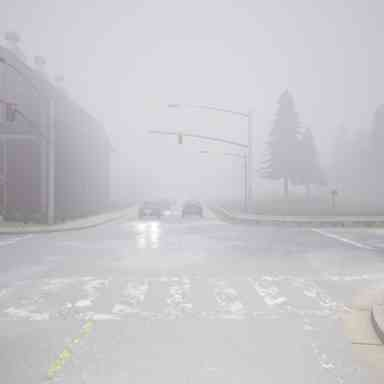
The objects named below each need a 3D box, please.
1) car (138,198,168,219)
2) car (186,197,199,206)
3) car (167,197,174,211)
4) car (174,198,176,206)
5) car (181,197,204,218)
[{"bbox_3d":[-3.577,1.492,29.636,2.128,1.511,4.902,0,0,0],"label":"car"},{"bbox_3d":[0.044,1.547,55.918,2.033,1.411,5.357,0,0,0],"label":"car"},{"bbox_3d":[-3.566,1.504,40.779,1.837,1.490,4.892,0,0,0],"label":"car"},{"bbox_3d":[-3.538,1.526,54.603,1.812,1.442,4.674,0,0,0],"label":"car"},{"bbox_3d":[0.024,1.492,30.452,2.128,1.511,4.902,0,0,0],"label":"car"}]
